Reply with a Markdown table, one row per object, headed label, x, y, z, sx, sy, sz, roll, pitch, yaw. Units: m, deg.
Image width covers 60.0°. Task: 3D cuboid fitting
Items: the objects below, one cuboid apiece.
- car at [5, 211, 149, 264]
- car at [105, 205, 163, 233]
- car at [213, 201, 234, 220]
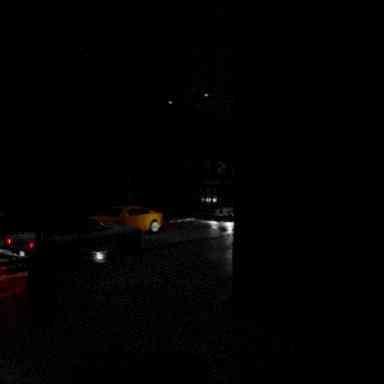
| label | x | y | z | sx | sy | sz | roll | pitch | yaw |
| --- | --- | --- | --- | --- | --- | --- | --- | --- | --- |
| car | -3.989 | 1.623 | 12.165 | 1.895 | 1.301 | 4.718 | 0 | 0 | 35 |
| car | -3.611 | 1.469 | 17.505 | 1.882 | 1.535 | 5.008 | 0 | 0 | 35 |
| car | 3.532 | 1.475 | 27.557 | 1.812 | 1.442 | 4.674 | 0 | 1 | 35 |
